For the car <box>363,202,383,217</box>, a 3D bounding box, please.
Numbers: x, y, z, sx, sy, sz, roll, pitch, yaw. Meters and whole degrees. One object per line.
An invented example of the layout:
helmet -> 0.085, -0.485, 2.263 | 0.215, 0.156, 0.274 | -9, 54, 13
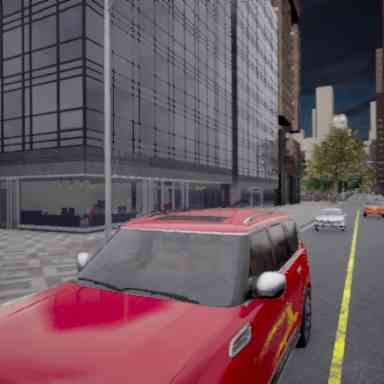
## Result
car -> 20.591, 1.853, 37.635 | 2.097, 1.767, 4.553 | 0, -1, 27

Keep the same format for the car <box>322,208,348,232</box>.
car -> 9.611, 1.841, 22.864 | 1.812, 1.442, 4.674 | 0, -1, 27

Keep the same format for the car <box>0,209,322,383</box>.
car -> 0.088, 1.281, 4.110 | 2.150, 2.045, 5.566 | 0, -1, 27
